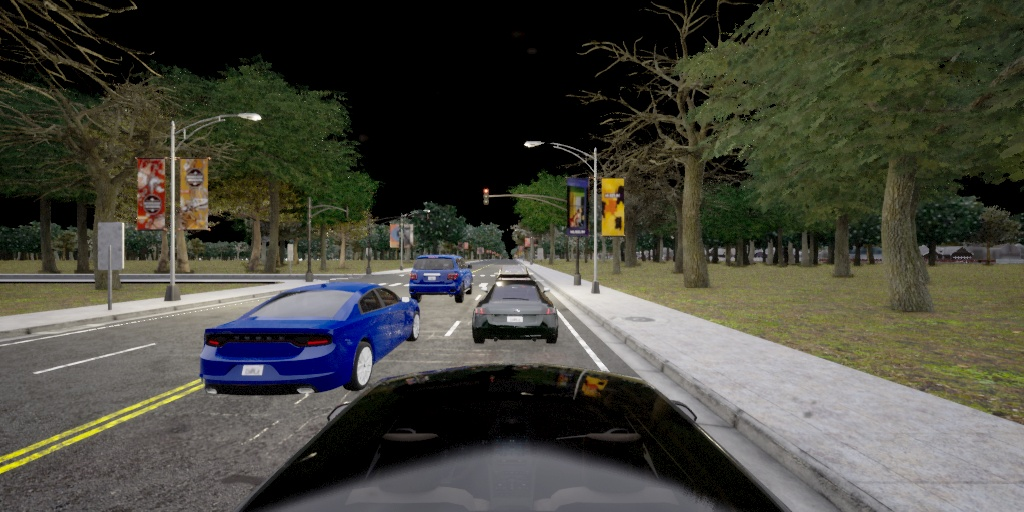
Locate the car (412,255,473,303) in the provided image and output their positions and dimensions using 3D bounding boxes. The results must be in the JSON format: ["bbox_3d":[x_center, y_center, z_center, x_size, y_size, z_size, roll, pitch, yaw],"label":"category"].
[{"bbox_3d":[-3.151,0.974,16.791,2.150,2.045,5.566,0,0,0],"label":"car"}]

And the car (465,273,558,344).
[{"bbox_3d":[0.094,1.315,9.631,1.994,1.385,4.181,0,0,1],"label":"car"}]

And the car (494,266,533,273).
[{"bbox_3d":[0.099,1.244,18.533,2.128,1.511,4.902,0,0,0],"label":"car"}]

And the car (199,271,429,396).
[{"bbox_3d":[-3.150,1.228,6.805,1.882,1.535,5.008,0,0,0],"label":"car"}]
